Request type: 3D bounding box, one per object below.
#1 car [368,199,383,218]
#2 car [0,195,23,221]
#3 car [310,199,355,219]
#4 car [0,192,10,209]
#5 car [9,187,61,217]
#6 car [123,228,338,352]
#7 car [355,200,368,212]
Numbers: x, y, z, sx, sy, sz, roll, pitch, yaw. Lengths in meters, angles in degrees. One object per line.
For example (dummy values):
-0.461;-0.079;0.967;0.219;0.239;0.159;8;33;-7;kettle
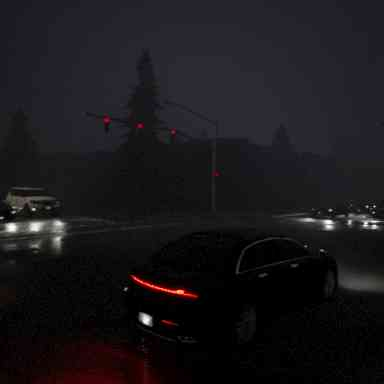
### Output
16.808;1.266;27.897;2.097;1.767;4.553;2;1;44;car
-12.864;1.039;20.945;5.357;1.411;2.033;2;1;43;car
11.472;1.354;27.398;1.812;1.442;4.674;2;1;44;car
-19.282;0.723;31.214;5.008;1.535;1.882;2;1;37;car
-11.904;0.679;24.806;5.566;2.045;2.150;2;1;43;car
1.065;1.435;6.173;1.837;1.490;4.892;2;1;44;car
17.777;1.451;33.957;1.895;1.301;4.718;2;1;44;car
